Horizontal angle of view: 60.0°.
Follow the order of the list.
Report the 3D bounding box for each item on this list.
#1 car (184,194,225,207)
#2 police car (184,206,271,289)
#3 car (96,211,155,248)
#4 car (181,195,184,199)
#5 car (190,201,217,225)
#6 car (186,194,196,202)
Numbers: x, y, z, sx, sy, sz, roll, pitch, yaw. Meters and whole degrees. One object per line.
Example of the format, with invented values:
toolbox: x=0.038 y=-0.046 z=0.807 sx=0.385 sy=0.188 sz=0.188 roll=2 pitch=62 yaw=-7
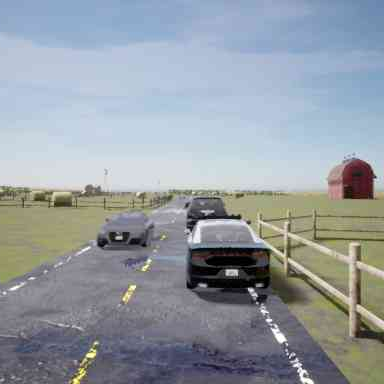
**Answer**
car: x=0.779 y=1.222 z=19.236 sx=2.150 sy=2.045 sz=5.566 roll=0 pitch=0 yaw=0
police car: x=0.802 y=1.424 z=9.316 sx=1.930 sy=1.638 sz=5.238 roll=0 pitch=0 yaw=0
car: x=-2.785 y=1.563 z=14.697 sx=1.994 sy=1.385 sz=4.181 roll=0 pitch=0 yaw=0
car: x=-0.078 y=1.540 z=46.056 sx=2.033 sy=1.411 sz=5.357 roll=0 pitch=0 yaw=0
car: x=0.765 y=1.501 z=25.206 sx=1.837 sy=1.490 sz=4.892 roll=0 pitch=0 yaw=0
car: x=-0.165 y=1.257 z=71.649 sx=2.097 sy=1.767 sz=4.553 roll=0 pitch=0 yaw=0
